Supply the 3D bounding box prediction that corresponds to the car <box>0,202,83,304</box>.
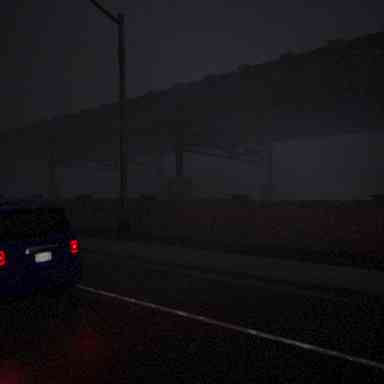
[{"bbox_3d":[-4.798,1.242,7.416,5.566,2.045,2.150,0,0,36],"label":"car"}]
